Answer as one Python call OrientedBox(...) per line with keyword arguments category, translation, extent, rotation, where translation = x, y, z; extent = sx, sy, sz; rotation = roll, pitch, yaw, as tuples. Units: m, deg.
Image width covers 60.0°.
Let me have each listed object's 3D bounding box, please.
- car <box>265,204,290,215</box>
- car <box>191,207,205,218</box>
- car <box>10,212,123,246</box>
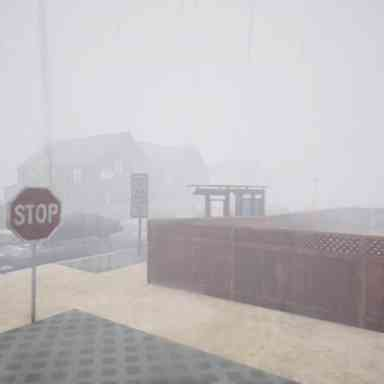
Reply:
OrientedBox(category="car", translation=(9.764, 2.102, 38.621), extent=(2.033, 1.411, 5.357), rotation=(1, 0, 36))
OrientedBox(category="car", translation=(1.833, 1.861, 27.484), extent=(1.837, 1.490, 4.892), rotation=(1, 0, 35))
OrientedBox(category="car", translation=(-5.957, 1.716, 16.576), extent=(2.033, 1.411, 5.357), rotation=(1, 0, 37))
